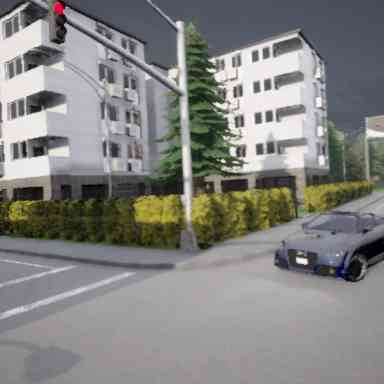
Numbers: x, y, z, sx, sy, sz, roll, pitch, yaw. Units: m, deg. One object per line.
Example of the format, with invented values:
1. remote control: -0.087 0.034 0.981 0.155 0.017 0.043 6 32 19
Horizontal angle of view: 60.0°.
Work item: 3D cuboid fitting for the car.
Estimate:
1. car: 4.091 1.250 9.091 4.181 1.385 1.994 -7 4 -40
